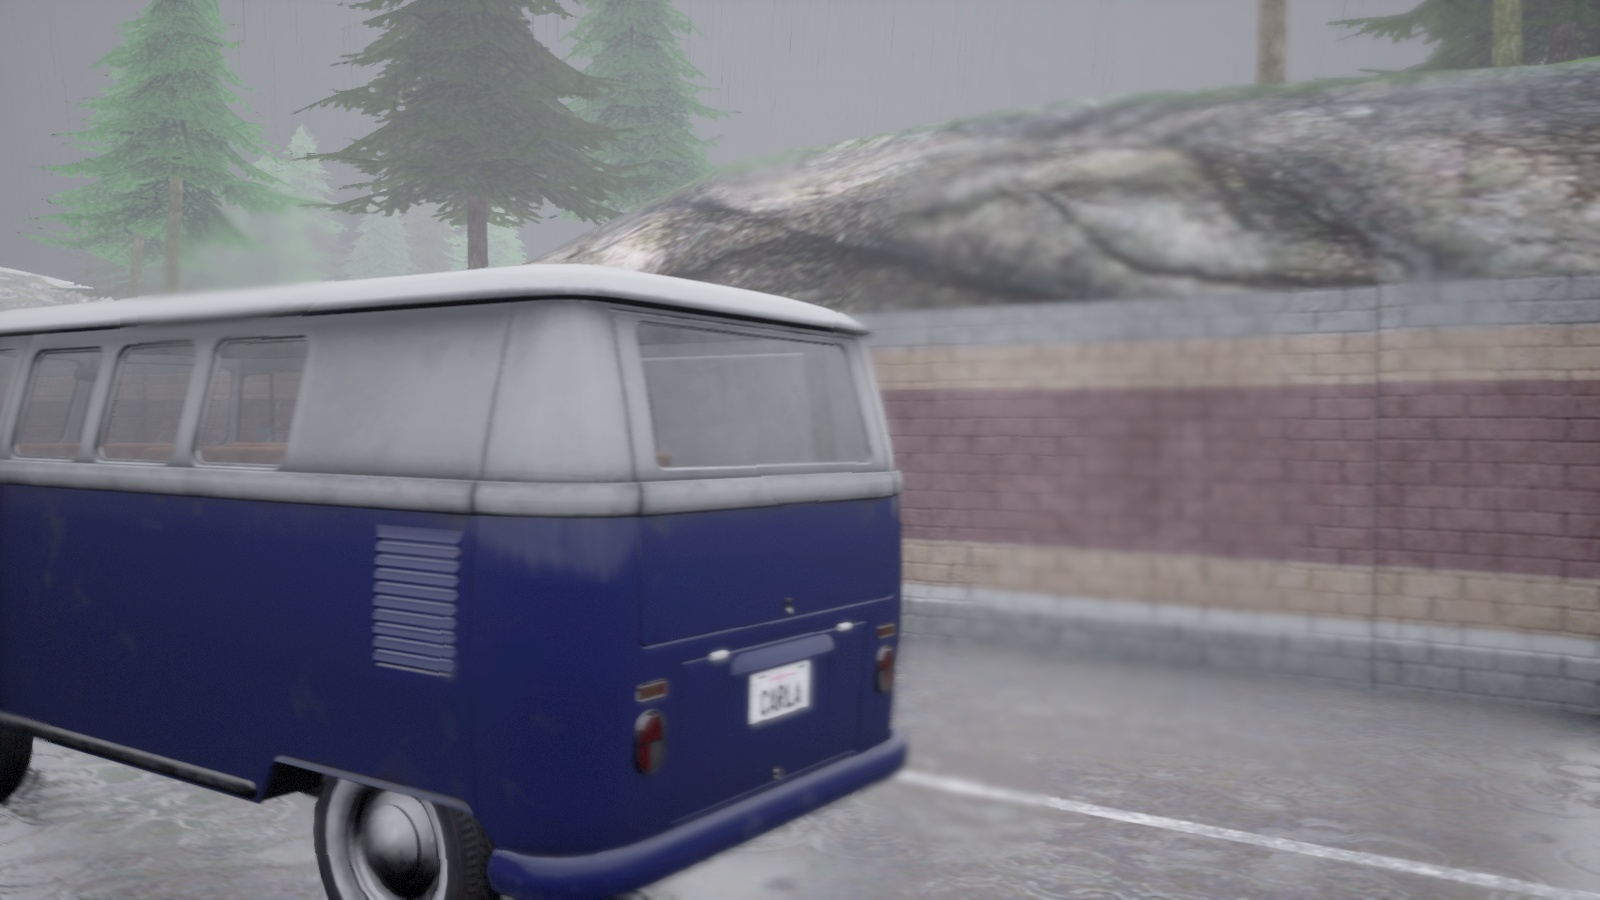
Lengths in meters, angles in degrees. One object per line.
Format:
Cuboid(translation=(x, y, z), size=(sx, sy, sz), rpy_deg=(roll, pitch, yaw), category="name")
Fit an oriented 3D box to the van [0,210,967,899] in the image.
Cuboid(translation=(-1.774, 0.436, 4.793), size=(4.442, 1.987, 1.775), rpy_deg=(0, 1, 34), category="van")
